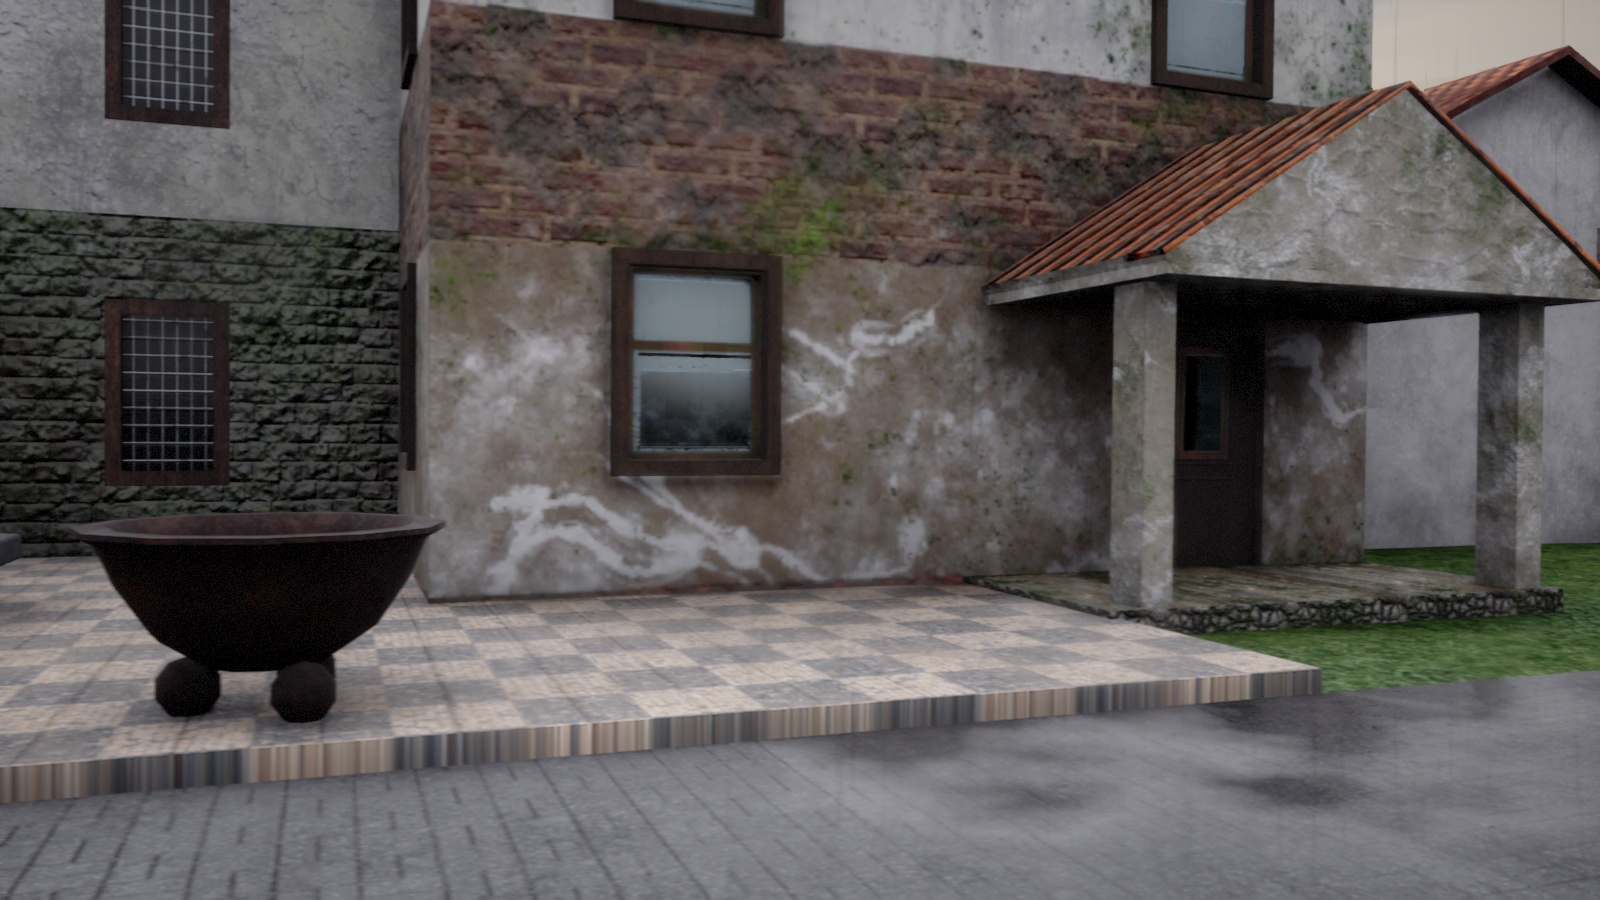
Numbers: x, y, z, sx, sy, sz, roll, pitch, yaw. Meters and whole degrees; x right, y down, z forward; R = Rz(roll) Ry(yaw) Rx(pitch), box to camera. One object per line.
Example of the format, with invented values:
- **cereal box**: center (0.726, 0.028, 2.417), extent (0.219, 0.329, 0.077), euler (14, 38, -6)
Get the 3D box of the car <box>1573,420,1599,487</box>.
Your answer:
- **car**: center (18.862, 0.069, 26.602), extent (1.970, 1.475, 3.806), euler (-1, 1, -21)
